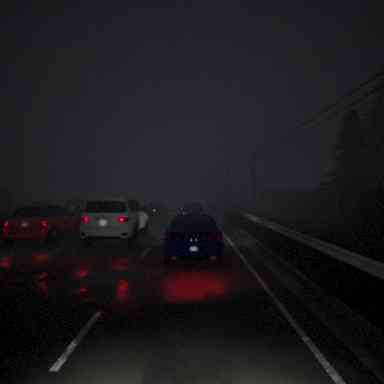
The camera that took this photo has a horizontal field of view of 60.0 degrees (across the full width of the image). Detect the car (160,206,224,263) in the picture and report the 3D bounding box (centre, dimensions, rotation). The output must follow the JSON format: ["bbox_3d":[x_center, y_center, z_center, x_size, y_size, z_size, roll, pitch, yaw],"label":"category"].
[{"bbox_3d":[0.067,1.502,12.186,1.882,1.535,5.008,0,0,0],"label":"car"}]

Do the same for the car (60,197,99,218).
[{"bbox_3d":[-10.417,1.414,31.194,2.097,1.767,4.553,0,0,0],"label":"car"}]

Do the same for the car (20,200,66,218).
[{"bbox_3d":[-13.941,1.554,31.451,2.128,1.511,4.902,0,0,0],"label":"car"}]

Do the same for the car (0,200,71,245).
[{"bbox_3d":[-6.916,1.385,15.916,2.097,1.767,4.553,0,0,0],"label":"car"}]

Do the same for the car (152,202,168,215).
[{"bbox_3d":[-3.412,1.628,32.309,1.994,1.385,4.181,0,0,0],"label":"car"}]

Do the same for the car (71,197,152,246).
[{"bbox_3d":[-3.413,1.251,15.460,2.150,2.045,5.566,0,0,0],"label":"car"}]

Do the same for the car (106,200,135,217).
[{"bbox_3d":[-6.918,1.590,32.457,1.812,1.442,4.674,0,0,0],"label":"car"}]

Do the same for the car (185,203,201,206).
[{"bbox_3d":[0.066,1.601,26.559,2.033,1.411,5.357,0,0,0],"label":"car"}]
